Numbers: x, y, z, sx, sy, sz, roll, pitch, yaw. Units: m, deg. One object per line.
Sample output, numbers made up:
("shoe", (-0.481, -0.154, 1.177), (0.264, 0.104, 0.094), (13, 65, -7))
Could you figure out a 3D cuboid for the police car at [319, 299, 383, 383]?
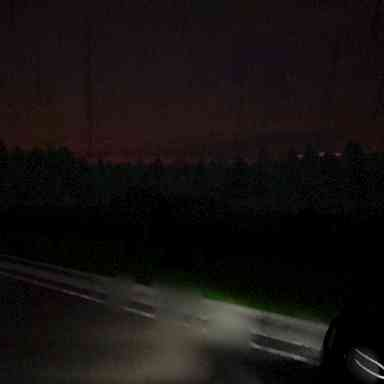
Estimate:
("police car", (3.785, 1.531, 2.515), (5.238, 1.638, 1.930), (0, -1, 35))
